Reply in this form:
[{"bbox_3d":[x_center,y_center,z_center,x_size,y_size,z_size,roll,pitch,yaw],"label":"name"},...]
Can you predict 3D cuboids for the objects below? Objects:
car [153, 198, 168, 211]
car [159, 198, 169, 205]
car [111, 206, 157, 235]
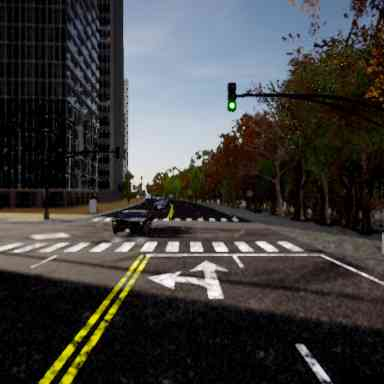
[{"bbox_3d":[-4.477,1.848,46.888,2.128,1.511,4.902,0,0,-3],"label":"car"},{"bbox_3d":[-6.042,2.082,71.429,2.033,1.411,5.357,0,0,-4],"label":"car"},{"bbox_3d":[-3.466,1.765,19.997,1.895,1.301,4.718,0,0,-1],"label":"car"}]
